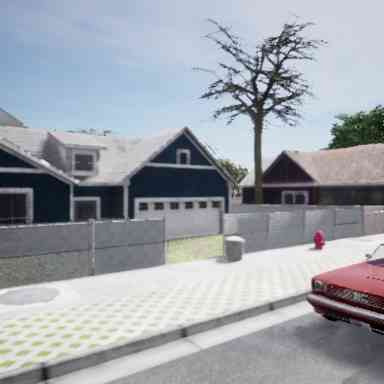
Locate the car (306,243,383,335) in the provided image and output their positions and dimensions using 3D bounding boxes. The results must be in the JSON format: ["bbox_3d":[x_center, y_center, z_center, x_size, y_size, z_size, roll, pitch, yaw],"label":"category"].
[{"bbox_3d":[4.220,1.603,6.081,4.718,1.301,1.895,0,0,-35],"label":"car"}]
